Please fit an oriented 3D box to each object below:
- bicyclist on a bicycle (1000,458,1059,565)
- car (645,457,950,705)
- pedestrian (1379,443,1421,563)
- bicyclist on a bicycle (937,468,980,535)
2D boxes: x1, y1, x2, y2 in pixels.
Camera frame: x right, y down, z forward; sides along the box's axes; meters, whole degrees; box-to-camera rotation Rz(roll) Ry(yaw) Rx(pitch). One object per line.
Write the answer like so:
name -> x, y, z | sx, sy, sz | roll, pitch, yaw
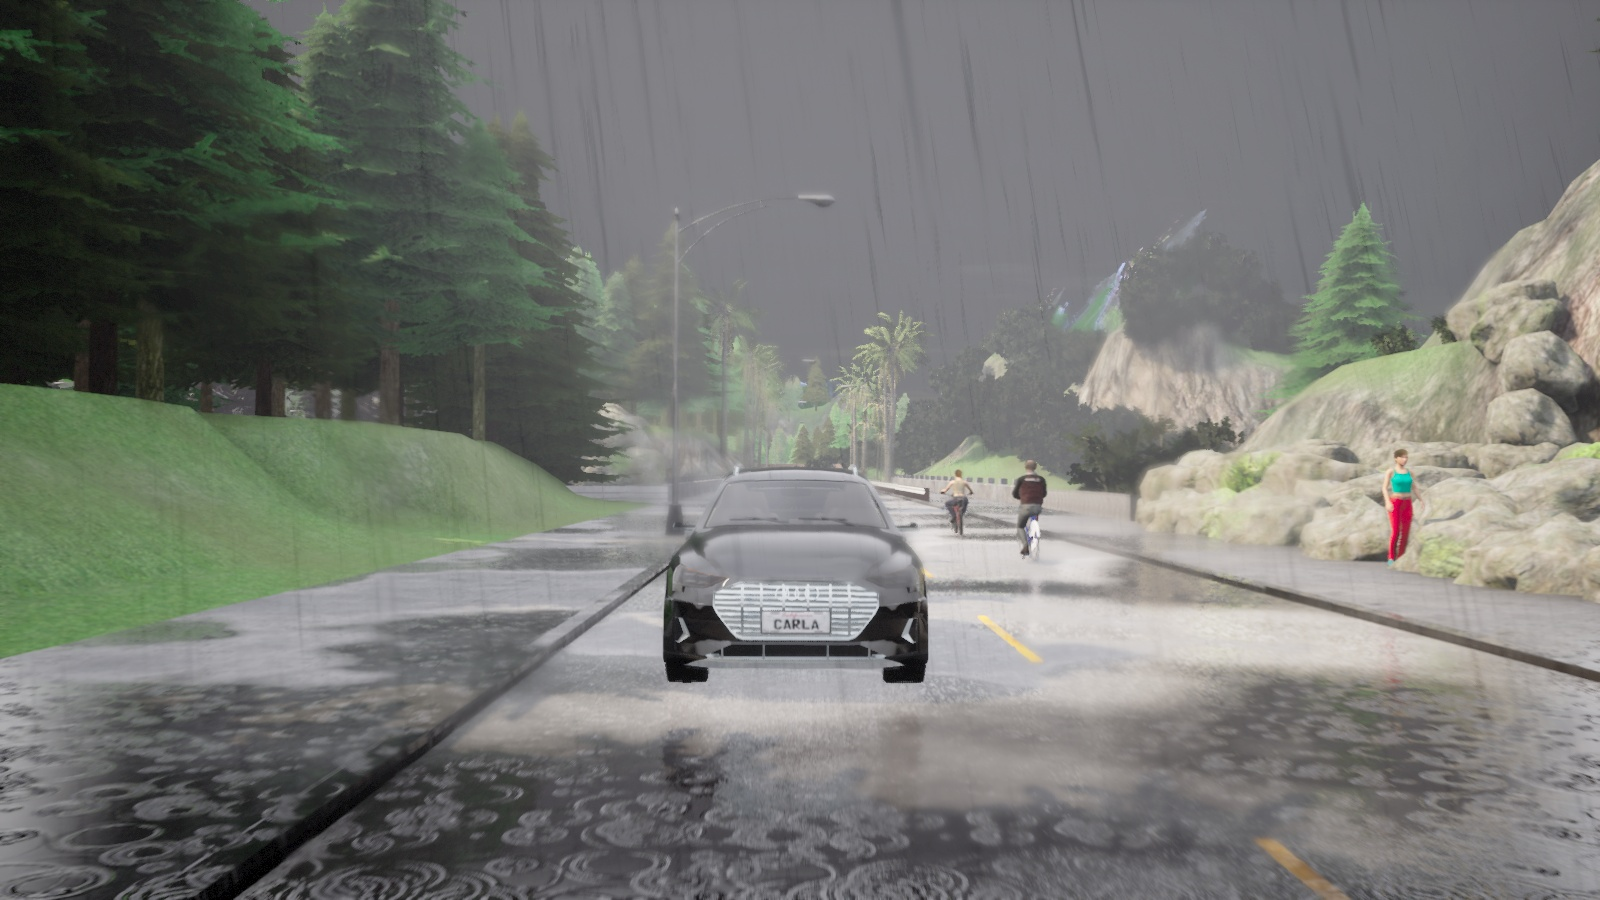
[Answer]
bicyclist on a bicycle -> 3.950, 1.034, 21.741 | 0.659, 1.776, 1.843 | 0, -1, 0
car -> -0.025, 0.927, 10.838 | 2.033, 1.649, 4.856 | 0, -1, 0
pedestrian -> 9.334, 0.814, 19.541 | 0.345, 1.836, 0.594 | 0, -1, 0
bicyclist on a bicycle -> 3.932, 1.259, 31.300 | 0.866, 1.612, 1.509 | 0, -1, 0
